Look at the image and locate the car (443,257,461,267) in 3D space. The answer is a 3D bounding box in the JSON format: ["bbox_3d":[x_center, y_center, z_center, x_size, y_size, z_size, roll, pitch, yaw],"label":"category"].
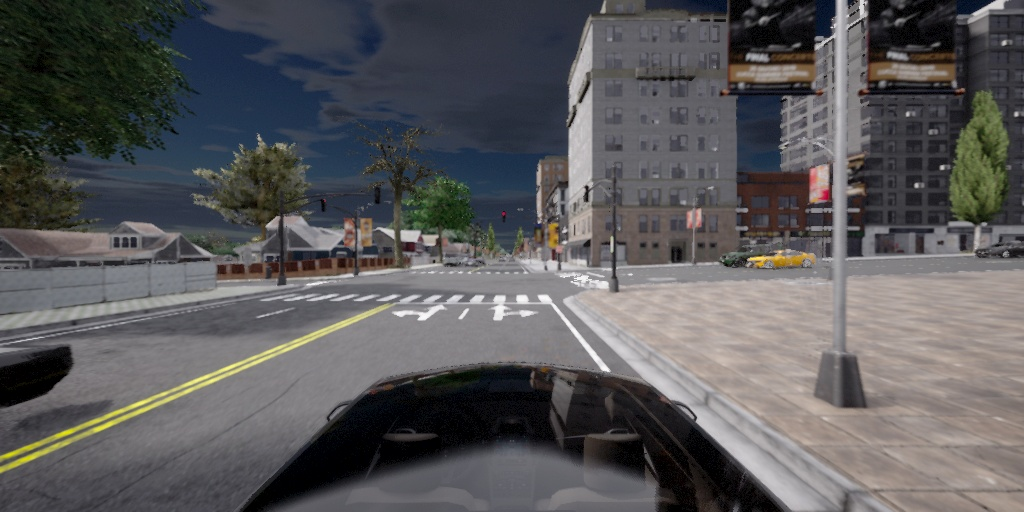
[{"bbox_3d":[-9.757,0.911,58.032,2.097,1.767,4.553,0,0,1],"label":"car"}]

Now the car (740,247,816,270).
[{"bbox_3d":[22.253,0.276,29.764,5.008,1.535,1.882,-2,0,0],"label":"car"}]

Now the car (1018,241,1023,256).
[{"bbox_3d":[46.526,-0.853,29.722,5.566,2.045,2.150,-2,0,0],"label":"car"}]

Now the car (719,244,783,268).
[{"bbox_3d":[22.165,0.000,33.013,5.566,2.045,2.150,-2,0,0],"label":"car"}]

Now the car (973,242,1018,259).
[{"bbox_3d":[45.697,-0.565,32.980,4.892,1.490,1.837,-1,0,0],"label":"car"}]

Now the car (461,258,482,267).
[{"bbox_3d":[-6.508,1.050,58.198,2.128,1.511,4.902,0,0,1],"label":"car"}]

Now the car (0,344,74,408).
[{"bbox_3d":[-6.578,1.347,2.324,1.895,1.301,4.718,0,0,0],"label":"car"}]
